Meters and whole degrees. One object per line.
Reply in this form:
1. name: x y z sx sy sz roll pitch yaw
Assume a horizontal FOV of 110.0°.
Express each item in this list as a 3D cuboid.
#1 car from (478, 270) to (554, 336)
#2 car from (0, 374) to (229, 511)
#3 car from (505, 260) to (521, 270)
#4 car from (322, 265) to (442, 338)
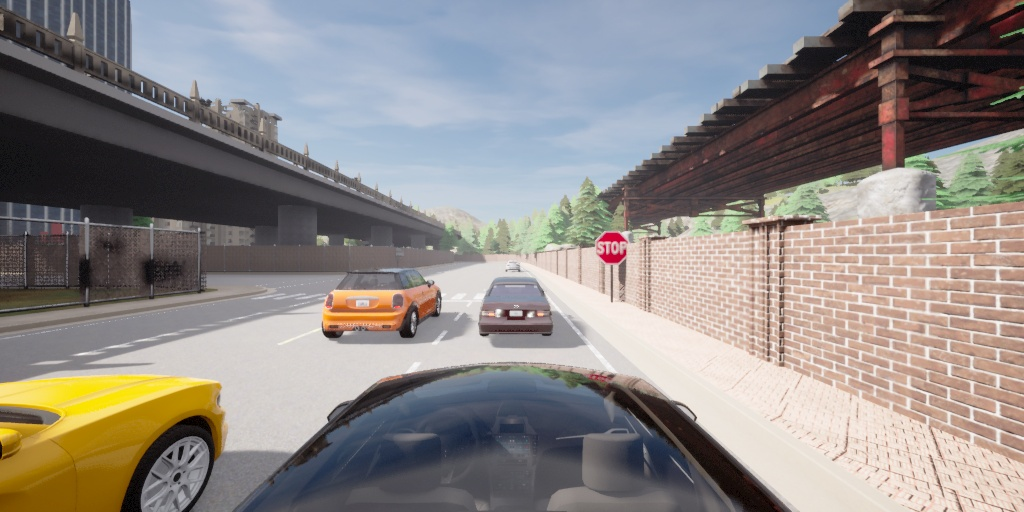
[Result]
1. car: 0.087 1.297 10.331 2.033 1.411 5.357 0 0 0
2. car: -3.397 1.228 1.054 1.882 1.535 5.008 0 0 0
3. car: 0.110 1.276 46.214 1.812 1.442 4.674 0 0 -1
4. car: -3.414 1.102 10.312 2.097 1.767 4.553 0 0 0
